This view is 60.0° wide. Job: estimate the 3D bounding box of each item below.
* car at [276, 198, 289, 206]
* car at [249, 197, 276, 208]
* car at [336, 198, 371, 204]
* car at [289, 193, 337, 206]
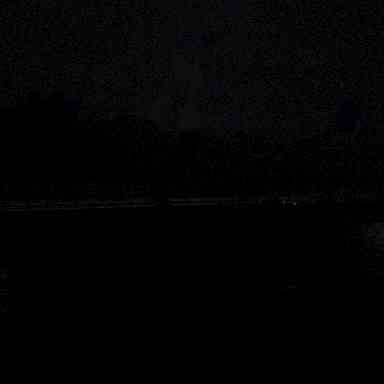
[{"bbox_3d":[12.376,1.219,38.613,4.553,1.767,2.097,0,0,-35],"label":"car"},{"bbox_3d":[9.113,1.348,40.586,5.008,1.535,1.882,0,0,-35],"label":"car"},{"bbox_3d":[16.687,1.431,33.092,4.181,1.385,1.994,0,0,-35],"label":"car"},{"bbox_3d":[13.155,1.092,34.874,5.566,2.045,2.150,0,0,-35],"label":"car"}]
